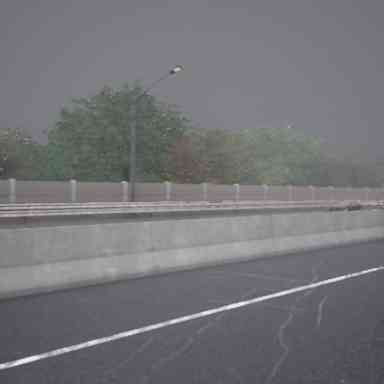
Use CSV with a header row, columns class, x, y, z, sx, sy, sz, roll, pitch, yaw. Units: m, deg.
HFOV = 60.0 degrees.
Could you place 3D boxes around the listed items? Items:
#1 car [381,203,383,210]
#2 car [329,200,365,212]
class,x,y,z,sx,sy,sz,roll,pitch,yaw
car,23.368,1.427,36.942,5.566,2.045,2.150,1,0,-33
car,17.319,1.643,37.130,5.008,1.535,1.882,0,0,-34
